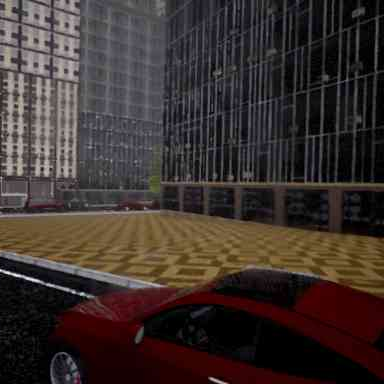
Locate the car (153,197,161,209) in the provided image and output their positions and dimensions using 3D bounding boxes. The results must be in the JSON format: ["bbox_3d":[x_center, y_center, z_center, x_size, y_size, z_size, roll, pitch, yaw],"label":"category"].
[{"bbox_3d":[-3.612,1.717,50.015,5.009,1.841,2.192,1,1,-34],"label":"car"}]

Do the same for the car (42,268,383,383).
[{"bbox_3d":[0.492,1.522,3.211,4.674,1.442,1.812,0,0,35],"label":"car"}]

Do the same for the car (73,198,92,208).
[{"bbox_3d":[-17.421,1.635,50.114,4.403,1.369,2.008,1,1,-34],"label":"car"}]

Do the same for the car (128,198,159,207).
[{"bbox_3d":[-8.207,1.706,56.424,4.829,1.417,1.752,1,1,-34],"label":"car"}]

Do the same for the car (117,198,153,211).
[{"bbox_3d":[-8.294,1.898,46.816,4.507,1.381,1.887,1,1,-34],"label":"car"}]

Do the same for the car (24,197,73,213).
[{"bbox_3d":[-17.642,1.570,40.406,5.009,1.841,2.192,1,1,-34],"label":"car"}]
